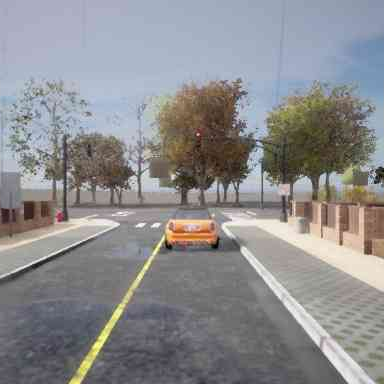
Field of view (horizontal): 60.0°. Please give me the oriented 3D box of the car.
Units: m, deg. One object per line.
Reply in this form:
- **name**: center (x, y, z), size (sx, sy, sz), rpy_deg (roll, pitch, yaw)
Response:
- **car**: center (0.000, 1.366, 14.620), size (2.097, 1.767, 4.553), rpy_deg (0, 0, 0)
